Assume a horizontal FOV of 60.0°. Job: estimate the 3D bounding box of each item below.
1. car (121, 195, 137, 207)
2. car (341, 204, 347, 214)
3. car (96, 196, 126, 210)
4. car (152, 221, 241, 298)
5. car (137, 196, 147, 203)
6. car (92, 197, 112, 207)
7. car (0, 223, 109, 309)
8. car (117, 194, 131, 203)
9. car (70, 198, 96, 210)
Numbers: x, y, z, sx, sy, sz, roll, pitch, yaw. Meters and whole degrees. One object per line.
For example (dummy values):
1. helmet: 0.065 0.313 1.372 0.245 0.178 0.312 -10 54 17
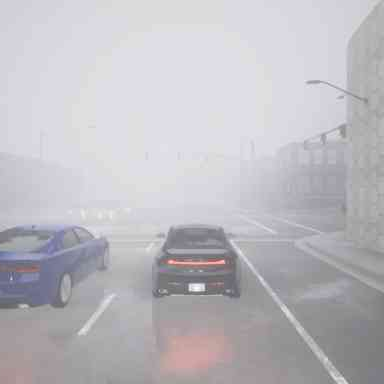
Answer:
1. car: -10.432 1.599 52.621 1.895 1.301 4.718 0 0 0
2. car: 14.996 1.015 27.568 5.008 1.535 1.882 -5 0 0
3. car: -10.478 1.601 43.206 1.895 1.301 4.718 0 0 3
4. car: 0.104 1.505 8.525 1.837 1.490 4.892 0 0 0
5. car: -10.306 1.525 68.354 1.812 1.442 4.674 0 0 0
6. car: -13.936 1.525 51.833 1.812 1.442 4.674 0 0 0
7. car: -3.401 1.478 7.979 1.882 1.535 5.008 0 0 0
8. car: -13.805 1.350 67.748 2.097 1.767 4.553 0 0 0
9. car: -13.970 1.525 42.625 1.812 1.442 4.674 0 0 1
